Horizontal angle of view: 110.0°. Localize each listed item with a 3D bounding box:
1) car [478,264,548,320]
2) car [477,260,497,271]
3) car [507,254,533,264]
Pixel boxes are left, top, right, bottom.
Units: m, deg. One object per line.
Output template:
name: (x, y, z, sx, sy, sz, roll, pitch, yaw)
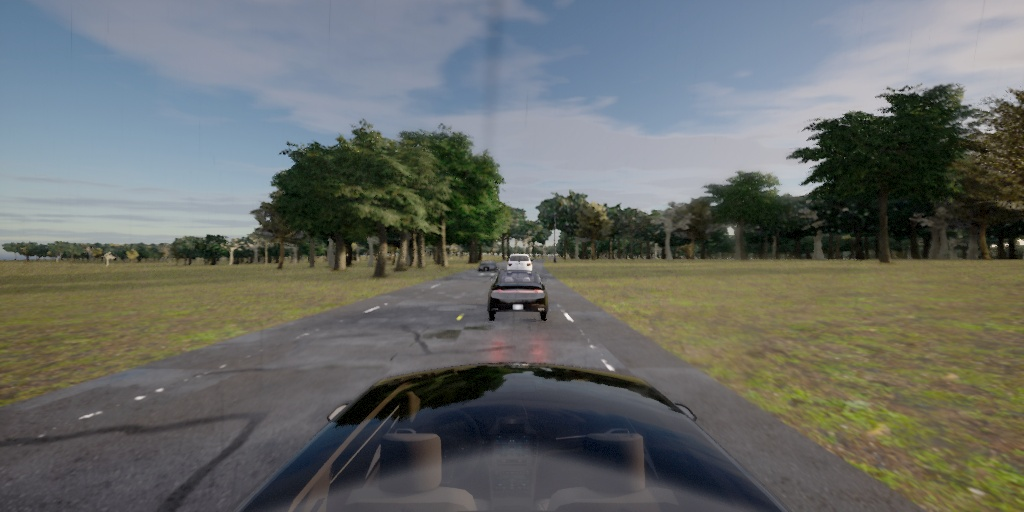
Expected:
car: (0.200, 1.223, 12.563, 2.128, 1.511, 4.902, 0, 0, 1)
car: (-2.642, 1.175, 40.304, 1.994, 1.385, 4.181, 0, 0, 3)
car: (0.716, 0.873, 32.579, 2.150, 2.045, 5.566, 0, 0, 2)
